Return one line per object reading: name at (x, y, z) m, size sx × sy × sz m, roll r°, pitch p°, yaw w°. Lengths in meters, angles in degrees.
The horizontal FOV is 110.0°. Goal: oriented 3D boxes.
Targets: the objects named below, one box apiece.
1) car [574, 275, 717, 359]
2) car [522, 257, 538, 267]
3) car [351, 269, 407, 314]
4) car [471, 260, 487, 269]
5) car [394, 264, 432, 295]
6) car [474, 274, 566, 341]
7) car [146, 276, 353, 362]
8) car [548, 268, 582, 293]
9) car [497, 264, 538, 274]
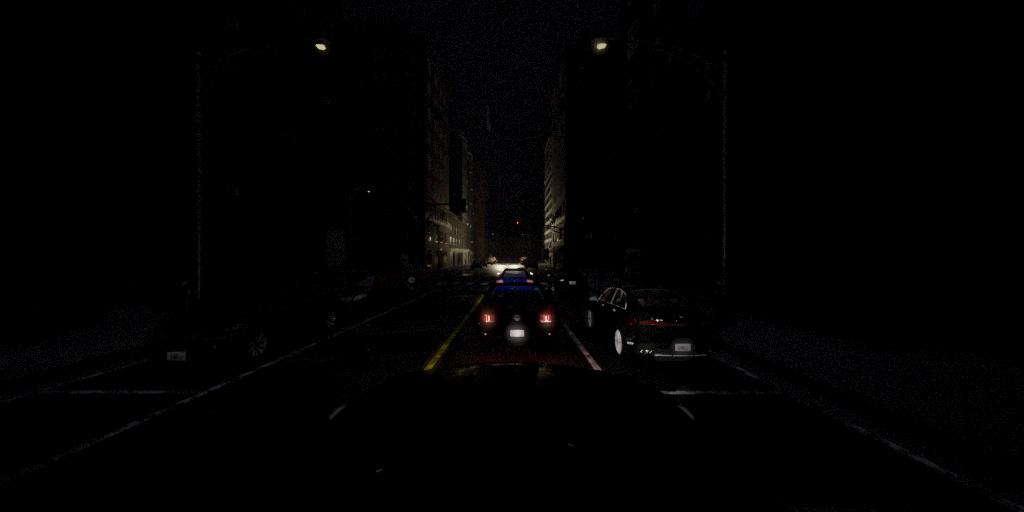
car at (2.876, 1.300, 8.198) m, size 2.007 × 1.370 × 4.403 m, roll 0°, pitch 0°, yaw 0°
car at (3.063, 1.225, 56.289) m, size 1.967 × 1.591 × 4.097 m, roll 0°, pitch 0°, yaw 0°
car at (-5.632, 1.332, 13.726) m, size 1.802 × 1.307 × 4.207 m, roll 0°, pitch 0°, yaw 0°
car at (-5.462, 1.367, 56.329) m, size 1.802 × 1.307 × 4.207 m, roll 0°, pitch 0°, yaw 0°
car at (-5.614, 1.190, 19.227) m, size 1.967 × 1.591 × 4.097 m, roll 0°, pitch 0°, yaw 0°
car at (0.120, 1.351, 9.823) m, size 1.895 × 1.301 × 4.718 m, roll 0°, pitch 0°, yaw 0°
car at (-5.649, 1.315, 8.225) m, size 1.948 × 1.339 × 4.313 m, roll 0°, pitch 0°, yaw 0°
car at (2.911, 1.316, 19.200) m, size 1.948 × 1.339 × 4.313 m, roll 0°, pitch 0°, yaw 0°
car at (0.149, 1.314, 18.582) m, size 1.994 × 1.385 × 4.181 m, roll 0°, pitch 0°, yaw 1°
